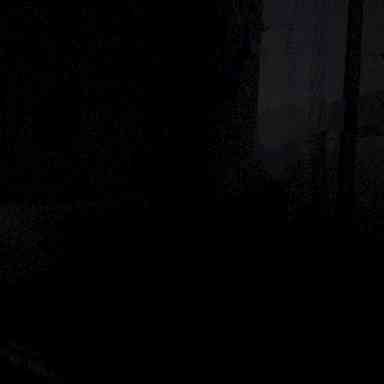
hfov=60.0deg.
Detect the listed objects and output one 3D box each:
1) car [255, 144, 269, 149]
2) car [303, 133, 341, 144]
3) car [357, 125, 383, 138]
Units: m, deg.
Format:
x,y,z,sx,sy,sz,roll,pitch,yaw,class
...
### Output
x,y,z,sx,sy,sz,roll,pitch,yaw,class
8.339,-5.596,43.755,2.231,1.521,4.892,1,2,-29,car
13.694,-5.282,34.131,2.185,1.767,4.553,1,2,-29,car
16.374,-5.056,29.310,2.185,1.767,4.553,1,2,-29,car
